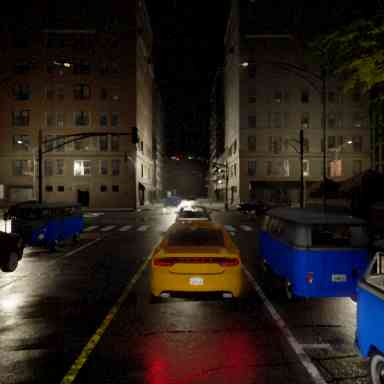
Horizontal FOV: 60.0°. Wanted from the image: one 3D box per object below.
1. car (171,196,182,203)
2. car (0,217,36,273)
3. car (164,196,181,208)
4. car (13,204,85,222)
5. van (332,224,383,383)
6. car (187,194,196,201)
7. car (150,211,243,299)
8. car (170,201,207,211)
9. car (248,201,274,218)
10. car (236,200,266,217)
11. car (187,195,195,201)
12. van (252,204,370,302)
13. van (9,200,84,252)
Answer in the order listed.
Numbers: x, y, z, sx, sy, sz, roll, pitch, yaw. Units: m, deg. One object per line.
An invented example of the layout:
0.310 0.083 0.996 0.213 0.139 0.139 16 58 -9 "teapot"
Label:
-3.141 1.522 69.690 2.033 1.411 5.357 0 0 -1 "car"
-5.822 1.544 7.980 1.887 1.381 4.507 0 0 0 "car"
-3.050 1.463 48.917 1.882 1.535 5.008 0 0 0 "car"
-10.950 1.581 25.657 4.718 1.301 1.895 0 0 -1 "car"
2.680 1.341 2.295 1.690 1.788 3.998 0 0 0 "van"
-0.226 1.340 79.427 2.097 1.767 4.553 0 0 -1 "car"
0.114 1.477 8.540 1.882 1.535 5.008 0 0 1 "car"
0.075 1.486 17.959 2.128 1.511 4.902 0 0 0 "car"
7.089 1.566 25.821 4.718 1.301 1.895 0 0 -1 "car"
6.283 1.469 29.063 4.902 1.511 2.128 0 0 -1 "car"
-0.313 1.584 89.208 1.895 1.301 4.718 0 0 -1 "car"
2.705 1.340 7.952 1.690 1.788 3.998 0 0 0 "van"
-5.796 1.338 13.640 1.690 1.788 3.998 0 0 0 "van"
